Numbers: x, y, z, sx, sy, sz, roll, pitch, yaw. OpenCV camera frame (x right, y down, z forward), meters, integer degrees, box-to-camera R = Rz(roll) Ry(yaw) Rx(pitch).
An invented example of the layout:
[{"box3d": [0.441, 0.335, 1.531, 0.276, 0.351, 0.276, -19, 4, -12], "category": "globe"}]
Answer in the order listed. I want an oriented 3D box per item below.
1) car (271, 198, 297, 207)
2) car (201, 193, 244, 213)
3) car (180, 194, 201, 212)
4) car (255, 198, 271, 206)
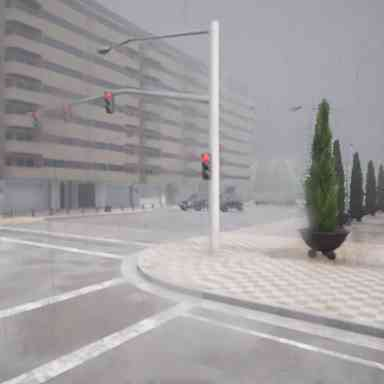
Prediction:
[{"box3d": [14.750, 1.586, 51.906, 2.033, 1.411, 5.357, 0, 0, 36], "category": "car"}, {"box3d": [3.734, 1.194, 36.923, 2.150, 2.045, 5.566, 0, 0, 36], "category": "car"}, {"box3d": [0.877, 1.199, 38.945, 2.150, 2.045, 5.566, 0, 0, 36], "category": "car"}, {"box3d": [11.901, 1.644, 53.940, 1.895, 1.301, 4.718, 0, 0, 36], "category": "car"}]
